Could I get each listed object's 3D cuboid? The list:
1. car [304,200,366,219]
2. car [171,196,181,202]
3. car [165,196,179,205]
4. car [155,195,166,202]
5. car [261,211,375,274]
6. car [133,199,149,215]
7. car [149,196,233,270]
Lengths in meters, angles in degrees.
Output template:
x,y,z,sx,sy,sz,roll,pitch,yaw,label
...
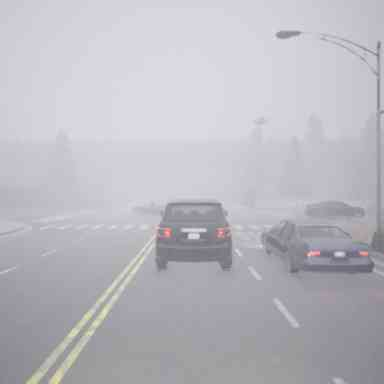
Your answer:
x,y,z,sx,sy,sz,roll,pitch,yaw,label
11.950,1.449,27.821,4.892,1.490,1.837,0,-2,-2,car
-3.637,1.541,76.568,1.994,1.385,4.181,0,0,0,car
-3.637,1.482,61.672,2.128,1.511,4.902,0,0,0,car
-7.135,1.528,76.314,2.033,1.411,5.357,0,0,0,car
3.557,1.546,10.505,2.033,1.411,5.357,0,0,0,car
-3.602,1.575,30.485,1.895,1.301,4.718,0,0,-38,car
0.056,1.219,11.134,2.150,2.045,5.566,0,0,0,car
